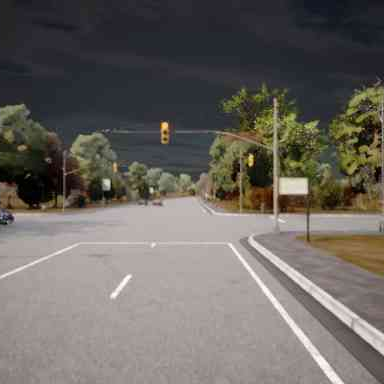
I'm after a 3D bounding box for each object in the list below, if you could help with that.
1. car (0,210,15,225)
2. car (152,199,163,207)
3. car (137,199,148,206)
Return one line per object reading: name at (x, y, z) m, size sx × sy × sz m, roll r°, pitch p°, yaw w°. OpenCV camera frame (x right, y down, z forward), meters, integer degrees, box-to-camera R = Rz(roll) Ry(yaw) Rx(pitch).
car at (-15.436, 1.576, 24.184) m, size 4.553 × 1.767 × 2.097 m, roll 0°, pitch -1°, yaw 3°
car at (-7.012, 2.169, 67.602) m, size 1.882 × 1.535 × 5.008 m, roll 0°, pitch 0°, yaw 0°
car at (-10.511, 2.275, 70.670) m, size 1.994 × 1.385 × 4.181 m, roll 0°, pitch -1°, yaw 0°
